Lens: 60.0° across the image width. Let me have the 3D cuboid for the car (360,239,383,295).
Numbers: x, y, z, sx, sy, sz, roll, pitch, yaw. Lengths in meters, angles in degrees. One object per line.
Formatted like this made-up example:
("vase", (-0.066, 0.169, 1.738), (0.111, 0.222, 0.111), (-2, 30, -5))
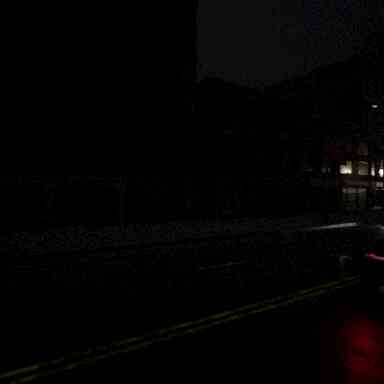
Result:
("car", (5.736, 1.501, 7.532), (4.902, 1.511, 2.128), (0, 0, -36))
